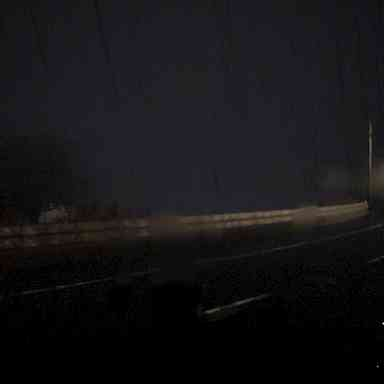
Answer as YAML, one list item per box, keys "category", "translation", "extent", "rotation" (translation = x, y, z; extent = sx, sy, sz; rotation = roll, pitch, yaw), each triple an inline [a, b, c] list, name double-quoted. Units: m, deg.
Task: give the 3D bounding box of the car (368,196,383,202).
- category: "car"
  translation: [43.133, 1.651, 77.745]
  extent: [1.994, 1.385, 4.181]
  rotation: [0, 0, 5]

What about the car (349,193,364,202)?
- category: "car"
  translation: [39.668, 1.337, 78.262]
  extent: [2.150, 2.045, 5.566]
  rotation: [0, 0, 5]

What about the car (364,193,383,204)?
- category: "car"
  translation: [37.831, 1.449, 68.180]
  extent: [2.150, 2.045, 5.566]
  rotation: [0, 0, 11]

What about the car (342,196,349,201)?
- category: "car"
  translation: [40.376, 1.795, 85.846]
  extent: [1.882, 1.535, 5.008]
  rotation: [0, 0, 3]
